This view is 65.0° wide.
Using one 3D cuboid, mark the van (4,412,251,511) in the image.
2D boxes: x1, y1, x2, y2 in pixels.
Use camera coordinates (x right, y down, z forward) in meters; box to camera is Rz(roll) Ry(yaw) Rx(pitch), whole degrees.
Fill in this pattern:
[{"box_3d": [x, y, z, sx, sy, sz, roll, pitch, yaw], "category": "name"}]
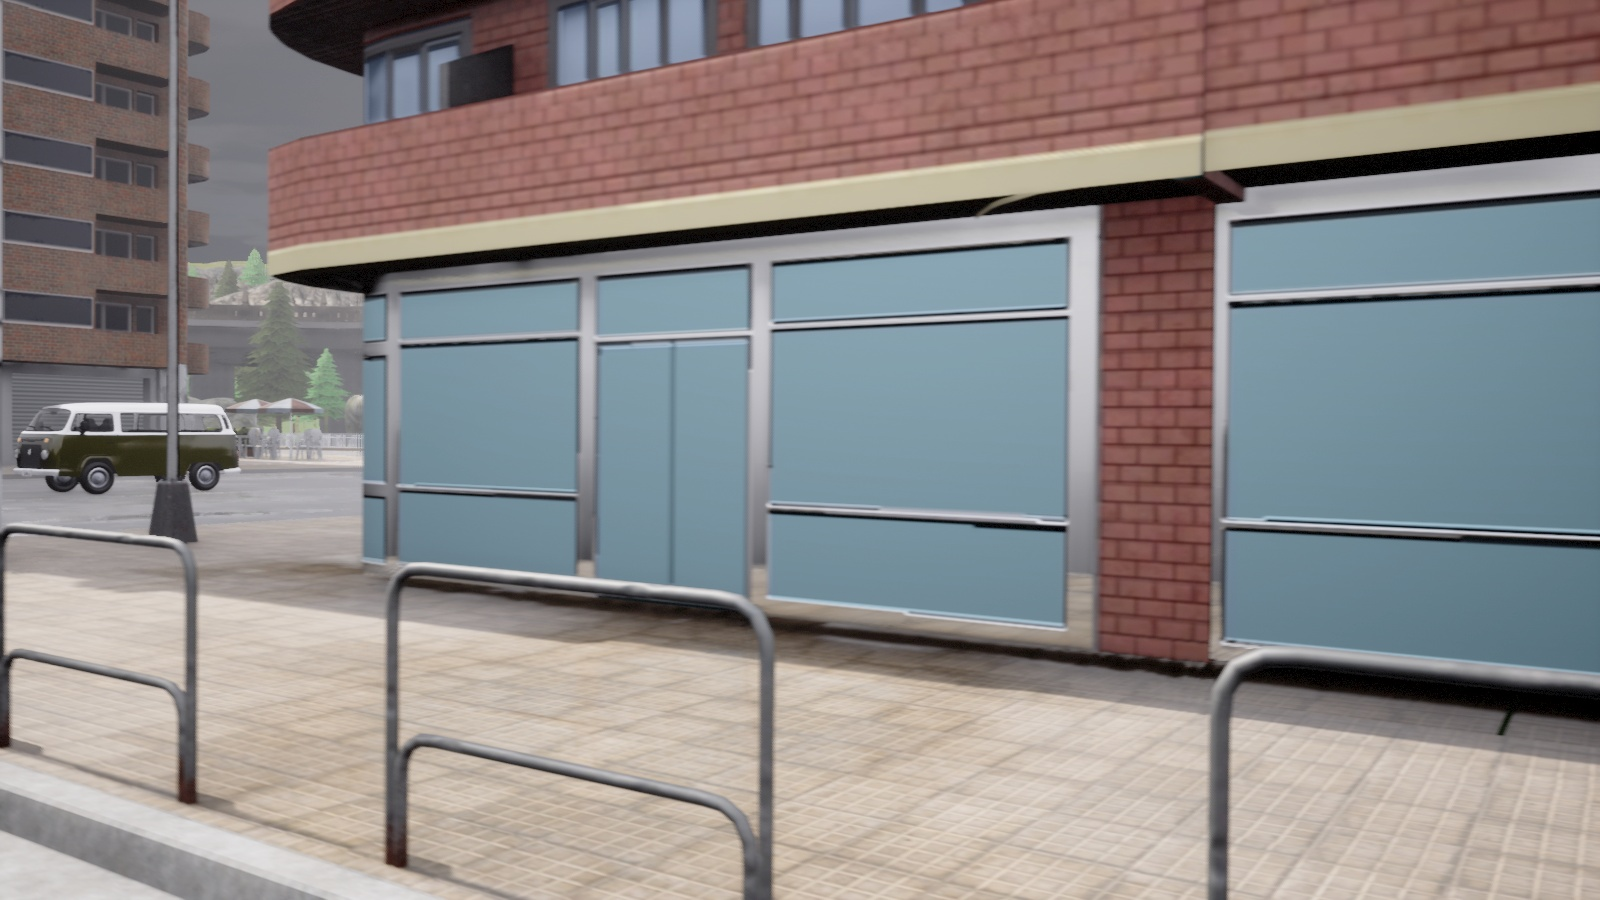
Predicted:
[{"box_3d": [-15.145, 0.203, 28.522, 2.069, 2.038, 4.480, 0, 1, 34], "category": "van"}]
